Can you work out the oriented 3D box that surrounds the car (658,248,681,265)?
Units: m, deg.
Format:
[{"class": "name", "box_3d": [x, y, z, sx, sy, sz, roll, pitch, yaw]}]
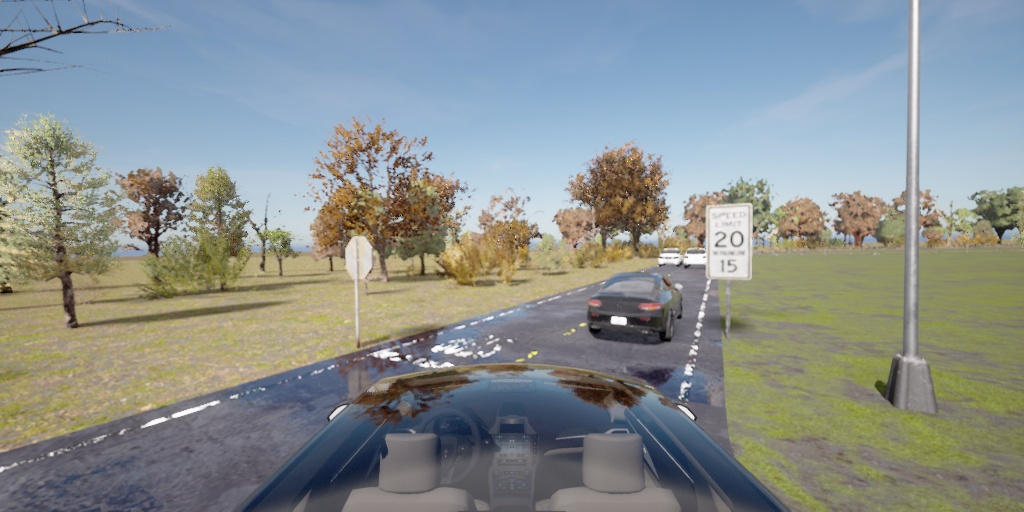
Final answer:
[{"class": "car", "box_3d": [18.359, 0.146, 41.384, 2.150, 2.045, 5.566, 0, 1, 30]}]

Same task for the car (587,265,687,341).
[{"class": "car", "box_3d": [3.360, 1.139, 9.465, 1.812, 1.442, 4.674, 0, 1, 30]}]

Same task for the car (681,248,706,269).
[{"class": "car", "box_3d": [19.038, 0.223, 36.906, 2.150, 2.045, 5.566, 0, 1, 30]}]
